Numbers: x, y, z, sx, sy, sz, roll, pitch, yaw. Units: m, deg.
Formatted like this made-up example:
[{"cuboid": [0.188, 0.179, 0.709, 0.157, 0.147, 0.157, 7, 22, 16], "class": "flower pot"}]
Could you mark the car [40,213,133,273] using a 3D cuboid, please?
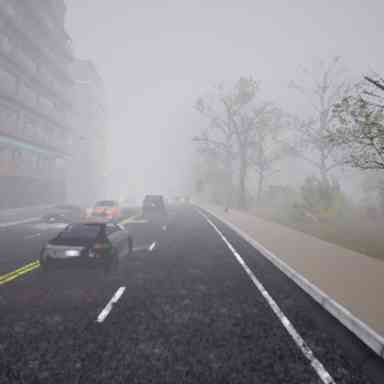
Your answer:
[{"cuboid": [-3.176, 1.580, 10.764, 1.994, 1.385, 4.181, 0, 0, 0], "class": "car"}]

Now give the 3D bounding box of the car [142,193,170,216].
[{"cuboid": [-3.646, 1.268, 32.889, 2.150, 2.045, 5.566, 0, 0, -2], "class": "car"}]

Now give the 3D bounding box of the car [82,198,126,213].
[{"cuboid": [-6.896, 1.392, 26.593, 2.097, 1.767, 4.553, 0, 0, -2], "class": "car"}]

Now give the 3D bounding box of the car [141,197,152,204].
[{"cuboid": [-9.113, 1.660, 67.086, 1.895, 1.301, 4.718, 0, 0, -5], "class": "car"}]

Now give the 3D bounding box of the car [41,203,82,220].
[{"cuboid": [-10.141, 1.588, 26.667, 2.033, 1.411, 5.357, 0, 0, -2], "class": "car"}]

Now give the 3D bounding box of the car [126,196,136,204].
[{"cuboid": [-12.384, 1.584, 67.207, 2.128, 1.511, 4.902, 0, 0, -5], "class": "car"}]

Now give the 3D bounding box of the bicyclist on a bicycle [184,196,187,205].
[{"cuboid": [-1.190, 1.526, 60.949, 0.582, 1.620, 1.656, 0, 0, -5], "class": "bicyclist on a bicycle"}]

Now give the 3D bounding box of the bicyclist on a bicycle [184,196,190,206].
[{"cuboid": [-0.547, 1.518, 51.883, 0.582, 1.620, 1.656, 0, 0, -4], "class": "bicyclist on a bicycle"}]

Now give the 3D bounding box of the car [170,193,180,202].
[{"cuboid": [-3.886, 1.583, 80.613, 1.837, 1.490, 4.892, 0, 0, -6], "class": "car"}]
